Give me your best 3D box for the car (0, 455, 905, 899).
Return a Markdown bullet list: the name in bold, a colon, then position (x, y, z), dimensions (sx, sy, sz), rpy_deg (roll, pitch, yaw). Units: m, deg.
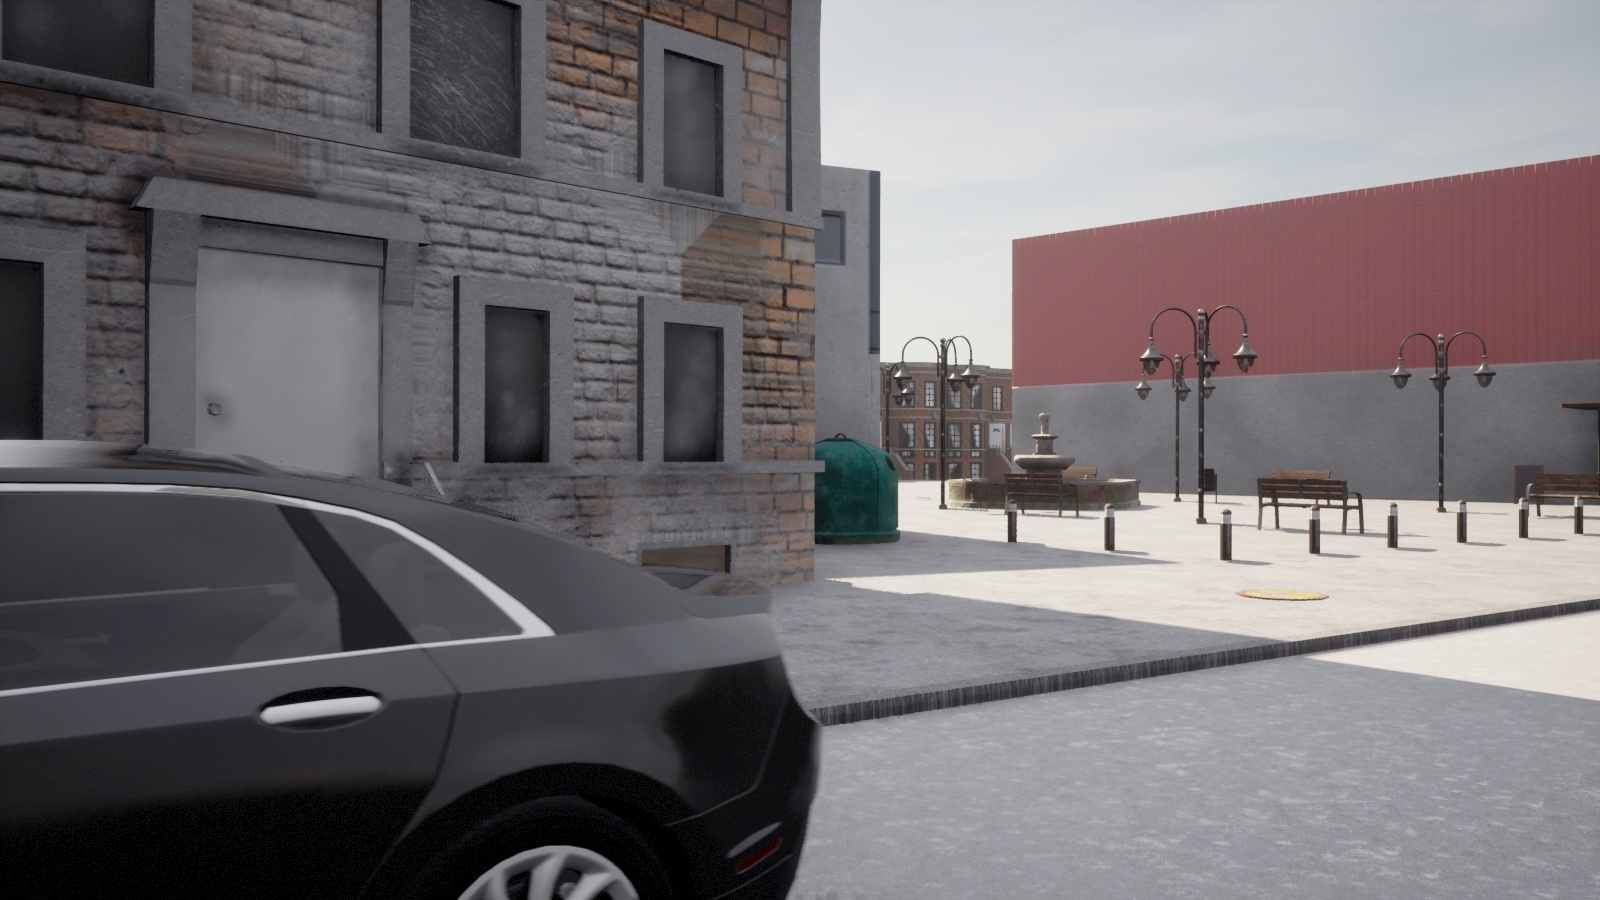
- **car**: position (-2.255, 0.761, 2.698), dimensions (4.892, 1.490, 1.837), rpy_deg (0, 0, -35)
